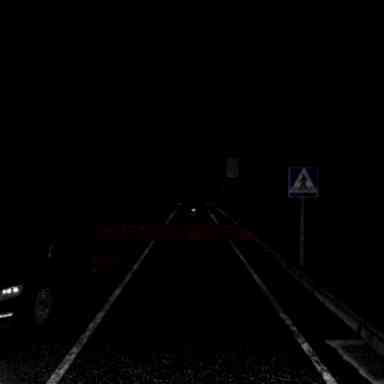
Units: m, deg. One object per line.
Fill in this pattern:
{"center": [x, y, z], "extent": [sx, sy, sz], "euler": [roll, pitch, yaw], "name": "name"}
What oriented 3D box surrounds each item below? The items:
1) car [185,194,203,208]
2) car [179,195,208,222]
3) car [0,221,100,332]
{"center": [0.265, 0.997, 38.561], "extent": [1.994, 1.385, 4.181], "euler": [0, 1, 2], "name": "car"}
{"center": [0.098, 1.136, 23.384], "extent": [2.033, 1.649, 4.856], "euler": [0, 2, 0], "name": "car"}
{"center": [-3.347, 1.426, 6.958], "extent": [2.128, 1.511, 4.902], "euler": [0, 1, 0], "name": "car"}
